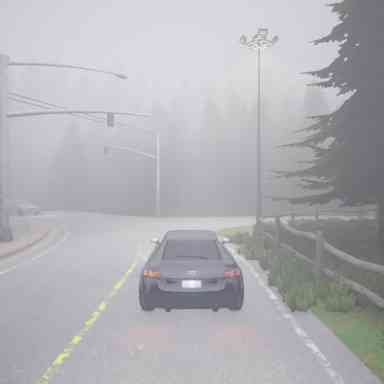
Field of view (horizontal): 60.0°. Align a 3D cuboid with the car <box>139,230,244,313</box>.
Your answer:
[{"bbox_3d":[-0.029,1.564,7.775,1.994,1.385,4.181,0,0,-1],"label":"car"}]

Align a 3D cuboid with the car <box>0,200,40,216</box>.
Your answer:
[{"bbox_3d":[-17.052,1.526,32.805,4.674,1.442,1.812,0,0,30],"label":"car"}]
